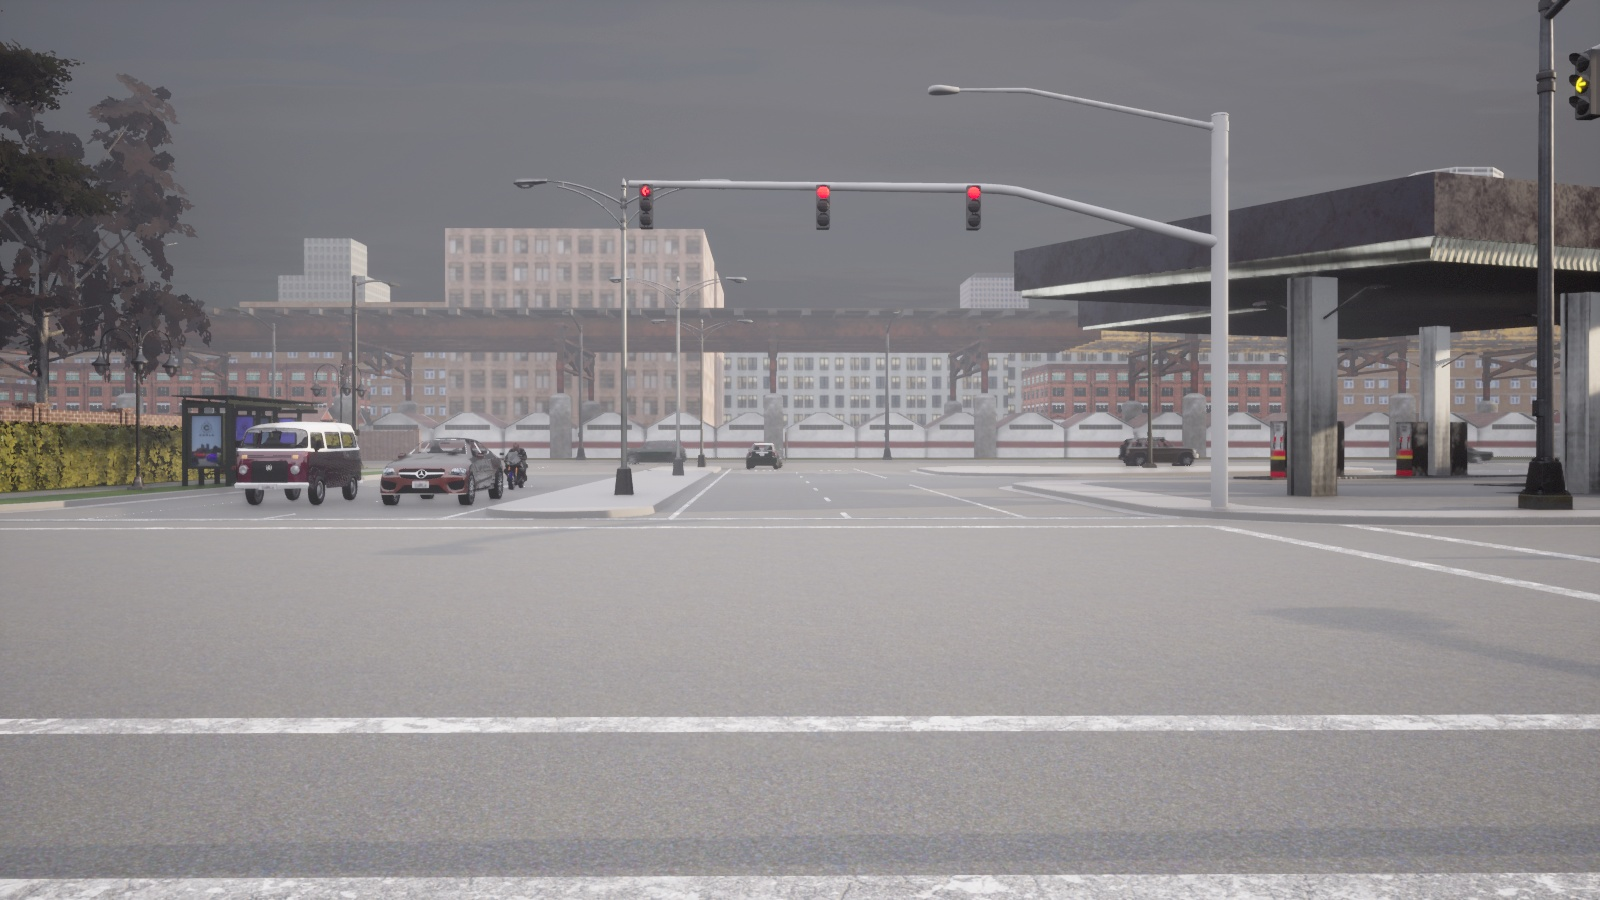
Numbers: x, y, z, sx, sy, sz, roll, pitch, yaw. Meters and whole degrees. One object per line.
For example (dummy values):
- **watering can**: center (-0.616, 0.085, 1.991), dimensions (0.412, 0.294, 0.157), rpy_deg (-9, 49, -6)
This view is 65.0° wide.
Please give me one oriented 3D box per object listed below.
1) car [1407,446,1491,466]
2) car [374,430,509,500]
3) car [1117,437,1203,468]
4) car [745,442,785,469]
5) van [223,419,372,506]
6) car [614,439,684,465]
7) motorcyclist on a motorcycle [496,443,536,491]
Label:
- **car**: center (44.112, 0.400, 85.472), dimensions (4.718, 1.301, 1.895), rpy_deg (0, 0, 12)
- **car**: center (-9.015, 0.337, 32.078), dimensions (2.152, 1.651, 5.027), rpy_deg (0, 0, -2)
- **car**: center (21.683, 0.153, 75.797), dimensions (4.605, 1.855, 1.932), rpy_deg (0, 0, -1)
- **car**: center (-2.015, 0.299, 72.906), dimensions (1.970, 1.475, 3.806), rpy_deg (0, 0, 4)
- **van**: center (-12.501, 0.282, 31.579), dimensions (2.069, 2.038, 4.480), rpy_deg (0, 0, -2)
- **car**: center (-10.229, 0.114, 85.469), dimensions (4.553, 1.767, 2.097), rpy_deg (0, 0, -2)
- **motorcyclist on a motorcycle**: center (-9.259, 0.543, 41.008), dimensions (0.866, 1.530, 2.191), rpy_deg (0, 0, -2)
